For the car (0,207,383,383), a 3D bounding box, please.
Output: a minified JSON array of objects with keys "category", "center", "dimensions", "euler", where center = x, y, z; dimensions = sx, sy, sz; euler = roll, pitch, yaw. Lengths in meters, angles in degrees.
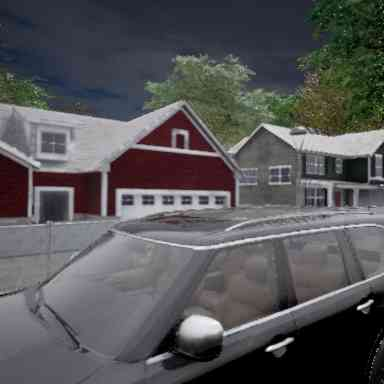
[{"category":"car","center":[0.070,1.219,3.121],"dimensions":[5.566,2.045,2.150],"euler":[0,0,-35]}]
